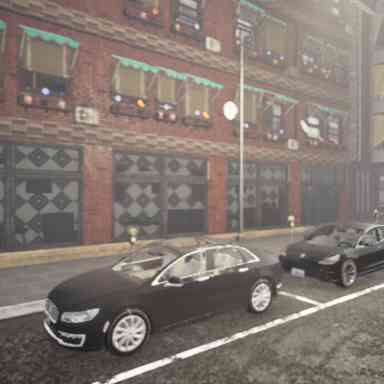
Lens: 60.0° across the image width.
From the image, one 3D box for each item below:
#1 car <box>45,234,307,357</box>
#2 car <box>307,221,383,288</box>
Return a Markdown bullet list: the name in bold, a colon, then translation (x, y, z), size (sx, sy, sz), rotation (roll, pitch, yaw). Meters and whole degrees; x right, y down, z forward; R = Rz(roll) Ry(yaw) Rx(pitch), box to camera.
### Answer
- **car**: translation (-0.229, 1.534, 5.923), size (4.403, 1.369, 2.008), rotation (0, 1, -35)
- **car**: translation (4.289, 1.520, 9.144), size (4.313, 1.339, 1.947), rotation (0, 1, -35)
